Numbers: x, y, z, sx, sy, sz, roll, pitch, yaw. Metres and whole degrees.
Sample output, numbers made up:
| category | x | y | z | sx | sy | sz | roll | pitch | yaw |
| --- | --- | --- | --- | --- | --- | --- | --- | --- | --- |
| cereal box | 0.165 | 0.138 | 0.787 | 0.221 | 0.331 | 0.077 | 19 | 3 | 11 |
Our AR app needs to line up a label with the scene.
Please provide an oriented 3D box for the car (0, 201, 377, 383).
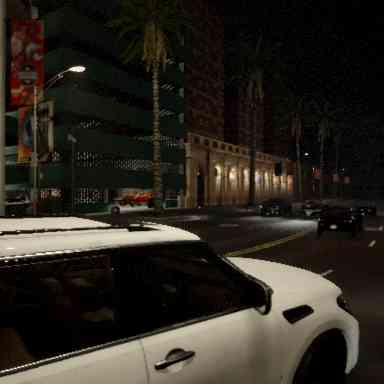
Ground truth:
| category | x | y | z | sx | sy | sz | roll | pitch | yaw |
| --- | --- | --- | --- | --- | --- | --- | --- | --- | --- |
| car | -0.824 | 1.222 | 2.782 | 5.566 | 2.045 | 2.150 | 0 | 0 | -38 |

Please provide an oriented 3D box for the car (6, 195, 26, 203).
| category | x | y | z | sx | sy | sz | roll | pitch | yaw |
| --- | --- | --- | --- | --- | --- | --- | --- | --- | --- |
| car | -33.416 | 1.342 | 61.943 | 2.161 | 1.482 | 4.786 | 0 | 0 | 32 |

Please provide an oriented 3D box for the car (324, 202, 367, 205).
| category | x | y | z | sx | sy | sz | roll | pitch | yaw |
| --- | --- | --- | --- | --- | --- | --- | --- | --- | --- |
| car | 8.151 | 1.517 | 18.154 | 1.812 | 1.442 | 4.674 | 0 | 0 | 33 |

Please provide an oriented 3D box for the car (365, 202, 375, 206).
| category | x | y | z | sx | sy | sz | roll | pitch | yaw |
| --- | --- | --- | --- | --- | --- | --- | --- | --- | --- |
| car | 15.750 | 1.588 | 30.355 | 1.895 | 1.301 | 4.718 | 0 | 0 | 32 |

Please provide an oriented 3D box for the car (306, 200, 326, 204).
| category | x | y | z | sx | sy | sz | roll | pitch | yaw |
| --- | --- | --- | --- | --- | --- | --- | --- | --- | --- |
| car | 10.753 | 1.477 | 29.033 | 2.128 | 1.511 | 4.902 | 0 | 0 | 33 |

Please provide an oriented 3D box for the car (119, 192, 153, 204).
| category | x | y | z | sx | sy | sz | roll | pitch | yaw |
| --- | --- | --- | --- | --- | --- | --- | --- | --- | --- |
| car | -7.688 | 0.987 | 46.314 | 2.435 | 2.045 | 5.566 | 0 | 0 | 32 |

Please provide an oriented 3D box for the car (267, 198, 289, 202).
| category | x | y | z | sx | sy | sz | roll | pitch | yaw |
| --- | --- | --- | --- | --- | --- | --- | --- | --- | --- |
| car | 7.825 | 1.332 | 30.953 | 2.097 | 1.767 | 4.553 | 0 | 0 | 32 |
